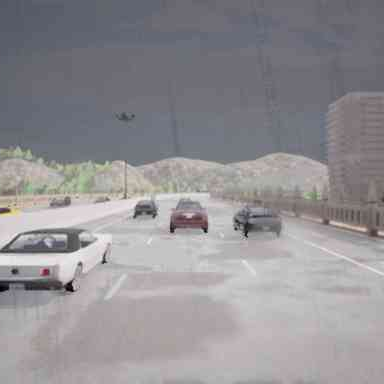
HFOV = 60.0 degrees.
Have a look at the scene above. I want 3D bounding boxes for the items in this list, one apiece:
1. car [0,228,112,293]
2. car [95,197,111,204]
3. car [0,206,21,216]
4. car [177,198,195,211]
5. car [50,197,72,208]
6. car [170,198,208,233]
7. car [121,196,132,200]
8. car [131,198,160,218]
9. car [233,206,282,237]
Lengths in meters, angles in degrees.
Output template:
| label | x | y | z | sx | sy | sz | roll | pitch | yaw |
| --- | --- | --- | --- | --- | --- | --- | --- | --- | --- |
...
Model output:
| label | x | y | z | sx | sy | sz | roll | pitch | yaw |
| --- | --- | --- | --- | --- | --- | --- | --- | --- | --- |
| car | -3.470 | 1.587 | 8.762 | 1.895 | 1.301 | 4.718 | 0 | 0 | -1 |
| car | -15.410 | 1.475 | 58.015 | 1.994 | 1.385 | 4.181 | 0 | 0 | -2 |
| car | -10.831 | 1.450 | 17.395 | 1.882 | 1.535 | 5.008 | 0 | 0 | -1 |
| car | -0.798 | 1.484 | 40.707 | 2.033 | 1.411 | 5.357 | 0 | 0 | -2 |
| car | -18.644 | 1.450 | 47.567 | 1.812 | 1.442 | 4.674 | 0 | 0 | -1 |
| car | -0.204 | 1.321 | 19.737 | 2.097 | 1.767 | 4.553 | 0 | 0 | -1 |
| car | -12.007 | 1.465 | 61.493 | 1.812 | 1.442 | 4.674 | 0 | 0 | -2 |
| car | -3.969 | 1.459 | 29.260 | 1.837 | 1.490 | 4.892 | 0 | 0 | -2 |
| car | 3.350 | 1.464 | 17.710 | 2.128 | 1.511 | 4.902 | 0 | 0 | -1 |
